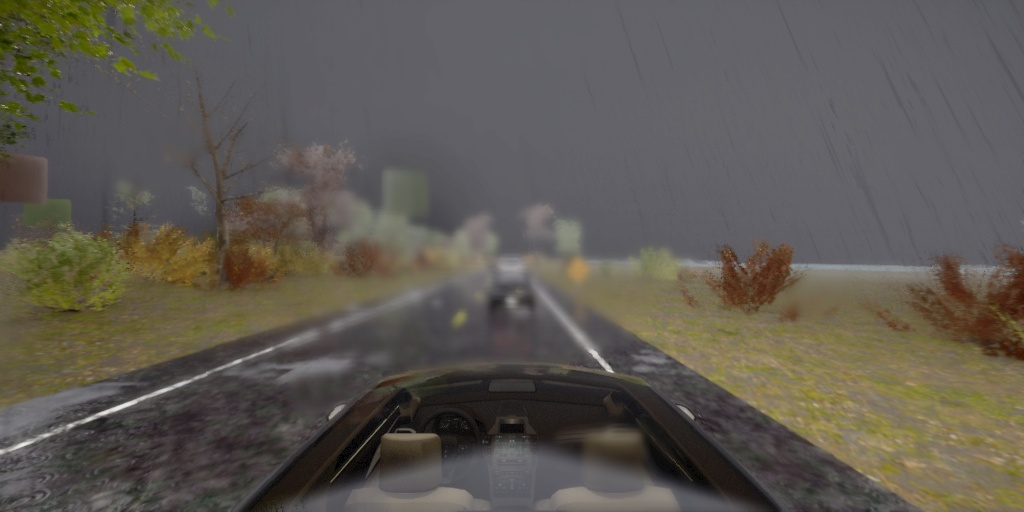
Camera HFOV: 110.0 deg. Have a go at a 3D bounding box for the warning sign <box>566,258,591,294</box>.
[{"bbox_3d":[3.540,1.046,19.004,1.300,1.860,1.060,0,0,0],"label":"warning sign"}]

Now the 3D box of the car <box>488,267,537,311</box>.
[{"bbox_3d":[0.012,1.399,15.344,1.837,1.490,4.892,0,0,0],"label":"car"}]

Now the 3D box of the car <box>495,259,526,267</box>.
[{"bbox_3d":[-0.004,1.262,29.425,2.150,2.045,5.566,0,0,0],"label":"car"}]
